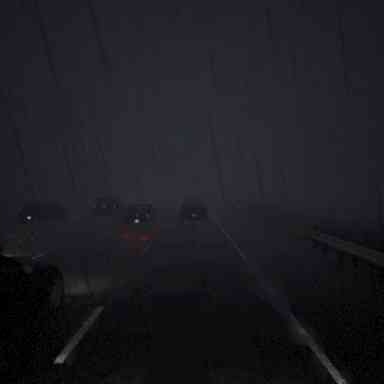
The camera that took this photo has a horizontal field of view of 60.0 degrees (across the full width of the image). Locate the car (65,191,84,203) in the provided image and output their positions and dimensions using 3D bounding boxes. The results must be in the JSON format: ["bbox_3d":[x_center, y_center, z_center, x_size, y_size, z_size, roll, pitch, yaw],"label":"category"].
[{"bbox_3d":[-21.862,0.886,62.139,2.150,2.045,5.566,0,1,-5],"label":"car"}]

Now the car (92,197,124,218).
[{"bbox_3d":[-6.888,1.200,28.170,2.097,1.767,4.553,0,0,0],"label":"car"}]

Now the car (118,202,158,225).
[{"bbox_3d":[-3.391,1.479,22.658,1.895,1.301,4.718,0,0,0],"label":"car"}]

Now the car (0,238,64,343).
[{"bbox_3d":[-3.400,1.500,4.556,1.812,1.442,4.674,0,0,0],"label":"car"}]

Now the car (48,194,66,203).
[{"bbox_3d":[-25.449,1.139,62.915,1.882,1.535,5.008,0,0,-6],"label":"car"}]

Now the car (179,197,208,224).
[{"bbox_3d":[0.109,1.350,23.891,1.882,1.535,5.008,0,0,0],"label":"car"}]

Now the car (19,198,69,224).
[{"bbox_3d":[-10.391,1.377,23.639,1.837,1.490,4.892,0,0,0],"label":"car"}]
